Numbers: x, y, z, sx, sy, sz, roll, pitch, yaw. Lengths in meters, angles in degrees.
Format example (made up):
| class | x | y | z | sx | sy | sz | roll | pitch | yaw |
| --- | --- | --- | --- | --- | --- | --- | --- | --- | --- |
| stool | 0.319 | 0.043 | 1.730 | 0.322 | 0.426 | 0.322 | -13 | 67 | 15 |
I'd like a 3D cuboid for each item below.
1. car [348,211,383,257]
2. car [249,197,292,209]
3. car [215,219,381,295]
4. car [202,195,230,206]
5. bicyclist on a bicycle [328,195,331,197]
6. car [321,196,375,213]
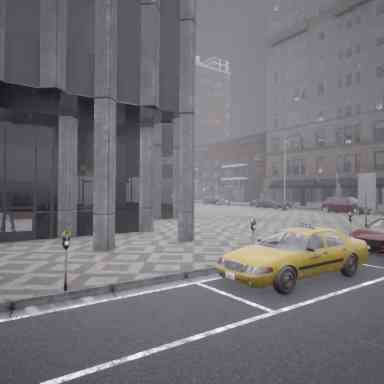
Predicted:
| class | x | y | z | sx | sy | sz | roll | pitch | yaw |
| --- | --- | --- | --- | --- | --- | --- | --- | --- | --- |
| car | 7.520 | 1.547 | 12.121 | 4.507 | 1.381 | 1.887 | 0 | 1 | -36 |
| car | 9.065 | 1.307 | 38.992 | 2.033 | 1.411 | 5.357 | 1 | 0 | -36 |
| car | 2.803 | 1.527 | 8.755 | 4.829 | 1.417 | 1.752 | 0 | 1 | -36 |
| car | 3.391 | 1.161 | 47.060 | 2.128 | 1.511 | 4.902 | 1 | 0 | -35 |
| bicyclist on a bicycle | 16.343 | 1.158 | 39.501 | 1.656 | 1.620 | 0.582 | 0 | 0 | -35 |
| car | 14.578 | 1.198 | 31.177 | 2.097 | 1.767 | 4.553 | 1 | 0 | -35 |
